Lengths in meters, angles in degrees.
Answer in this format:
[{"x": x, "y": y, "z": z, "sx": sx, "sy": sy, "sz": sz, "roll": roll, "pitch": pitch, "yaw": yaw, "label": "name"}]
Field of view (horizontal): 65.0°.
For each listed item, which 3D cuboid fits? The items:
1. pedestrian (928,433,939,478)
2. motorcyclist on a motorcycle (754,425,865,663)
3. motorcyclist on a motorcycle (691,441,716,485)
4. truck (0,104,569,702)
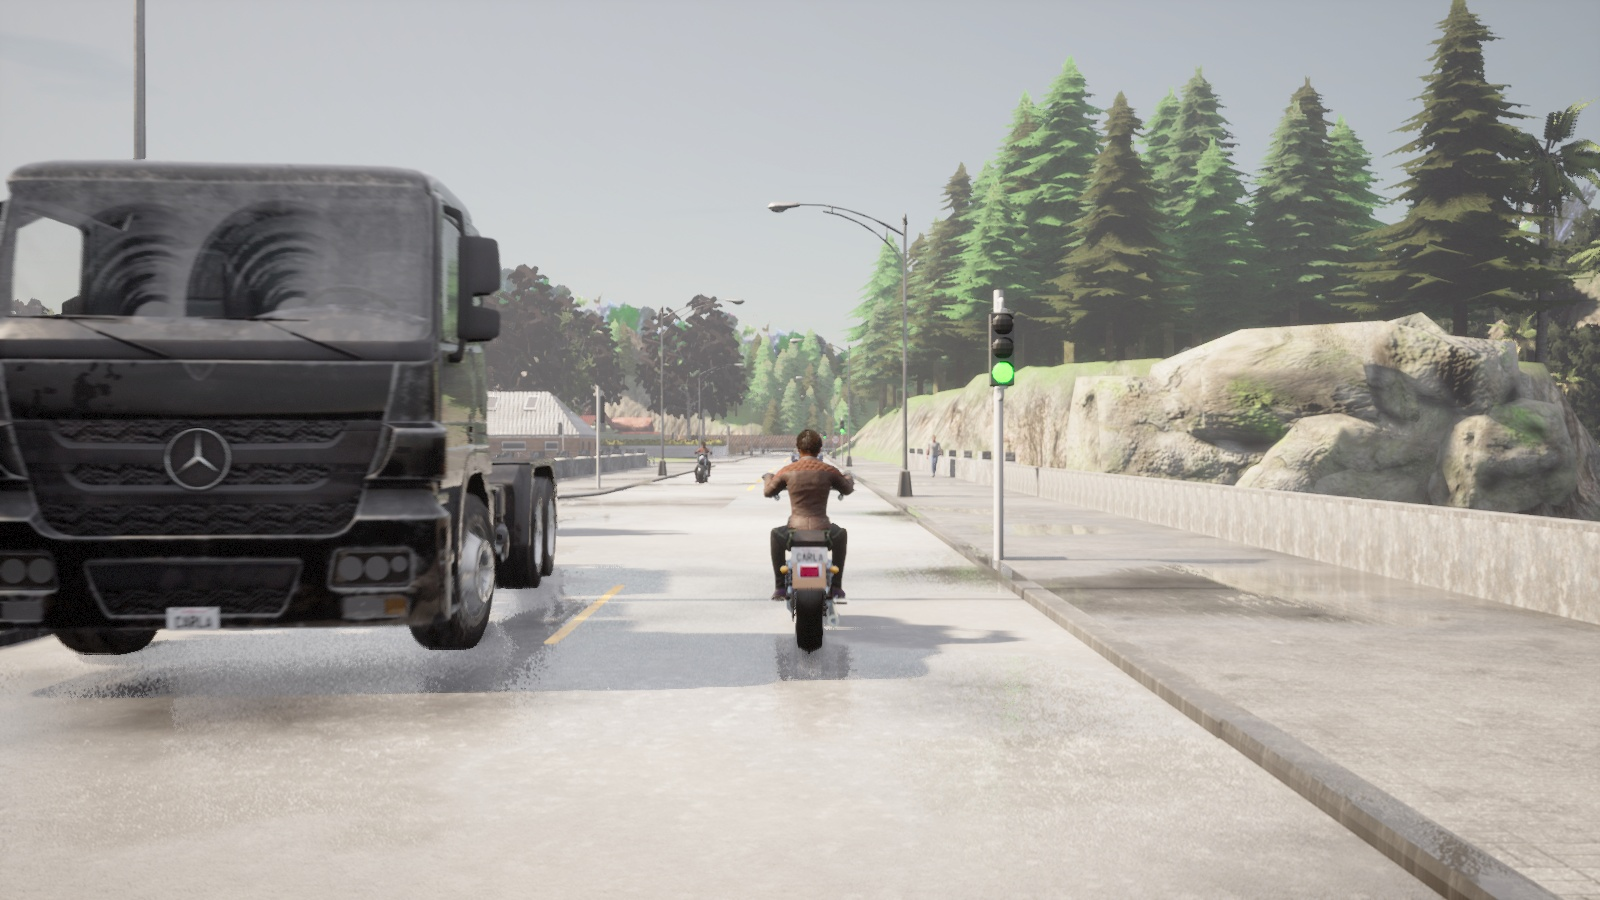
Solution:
[{"x": 5.503, "y": 0.234, "z": 51.703, "sx": 0.354, "sy": 1.836, "sz": 0.706, "roll": 0, "pitch": 0, "yaw": 0, "label": "pedestrian"}, {"x": 0.071, "y": 0.654, "z": 9.893, "sx": 0.766, "sy": 1.649, "sz": 2.350, "roll": 0, "pitch": 0, "yaw": 0, "label": "motorcyclist on a motorcycle"}, {"x": -3.718, "y": 0.482, "z": 48.299, "sx": 0.766, "sy": 1.649, "sz": 2.350, "roll": 0, "pitch": 0, "yaw": 0, "label": "motorcyclist on a motorcycle"}, {"x": -3.937, "y": -0.289, "z": 11.316, "sx": 2.891, "sy": 3.462, "sz": 7.936, "roll": 0, "pitch": 0, "yaw": -5, "label": "truck"}]
